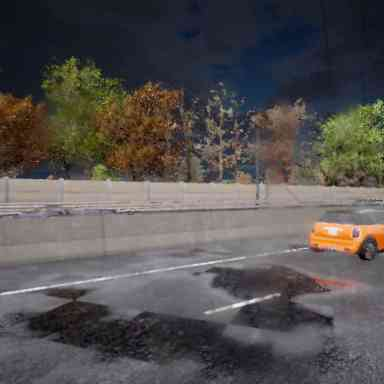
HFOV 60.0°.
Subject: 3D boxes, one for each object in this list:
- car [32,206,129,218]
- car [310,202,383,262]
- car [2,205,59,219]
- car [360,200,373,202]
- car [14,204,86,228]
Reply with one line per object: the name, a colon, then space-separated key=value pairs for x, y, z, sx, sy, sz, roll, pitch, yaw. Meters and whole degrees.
car: x=-5.177 y=1.582 z=17.503 sx=5.357 sy=1.411 sz=2.033 roll=0 pitch=0 yaw=-36
car: x=6.608 y=1.430 z=12.772 sx=4.553 sy=1.767 sz=2.097 roll=0 pitch=0 yaw=-36
car: x=-8.514 y=1.625 z=19.420 sx=4.718 sy=1.301 sz=1.895 roll=0 pitch=0 yaw=-36
car: x=24.841 y=1.872 z=47.504 sx=4.181 sy=1.385 sz=1.994 roll=1 pitch=0 yaw=-35
car: x=-9.710 y=1.595 z=22.866 sx=4.181 sy=1.385 sz=1.994 roll=0 pitch=0 yaw=-36
